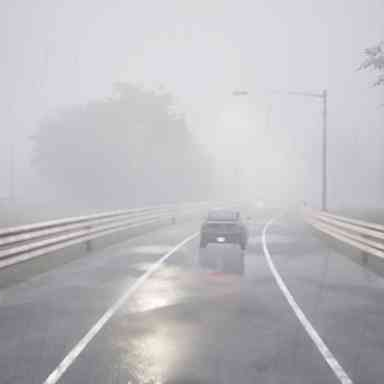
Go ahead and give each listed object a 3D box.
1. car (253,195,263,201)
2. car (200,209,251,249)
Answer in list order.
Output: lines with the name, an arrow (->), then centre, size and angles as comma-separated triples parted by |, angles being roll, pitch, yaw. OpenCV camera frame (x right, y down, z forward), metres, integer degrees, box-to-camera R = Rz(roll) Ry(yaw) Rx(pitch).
car -> 16.789, 1.508, 85.416 | 2.033, 1.411, 5.357 | 0, 0, 0
car -> 1.519, 1.512, 14.734 | 1.837, 1.490, 4.892 | 0, 0, 11
